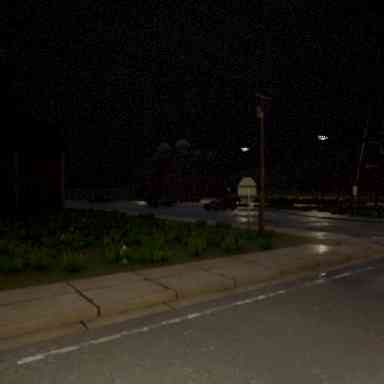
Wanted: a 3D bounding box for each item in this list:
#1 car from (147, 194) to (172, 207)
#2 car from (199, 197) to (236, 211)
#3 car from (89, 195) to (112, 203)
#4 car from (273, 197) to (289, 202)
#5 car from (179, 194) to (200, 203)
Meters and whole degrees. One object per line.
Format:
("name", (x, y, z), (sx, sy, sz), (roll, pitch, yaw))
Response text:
("car", (-5.019, 1.283, 50.603), (3.866, 1.878, 1.905), (0, 0, -36))
("car", (3.414, 1.474, 40.068), (4.193, 1.474, 1.816), (0, 0, -36))
("car", (-19.337, 1.451, 70.121), (4.611, 1.667, 2.242), (0, 0, -36))
("car", (13.082, 1.473, 48.640), (3.905, 1.438, 1.784), (0, 0, -36))
("car", (-0.359, 1.264, 66.659), (4.605, 1.855, 1.932), (0, 0, -36))
